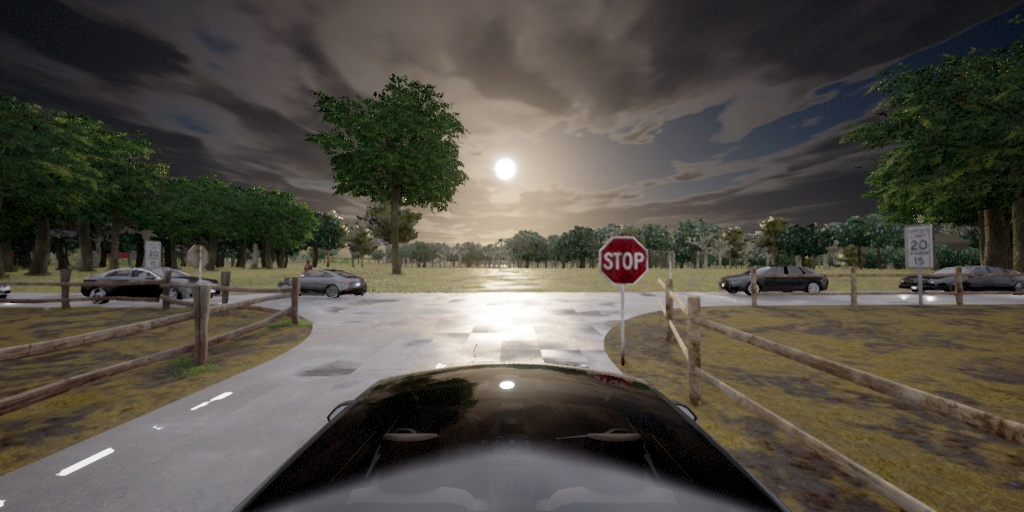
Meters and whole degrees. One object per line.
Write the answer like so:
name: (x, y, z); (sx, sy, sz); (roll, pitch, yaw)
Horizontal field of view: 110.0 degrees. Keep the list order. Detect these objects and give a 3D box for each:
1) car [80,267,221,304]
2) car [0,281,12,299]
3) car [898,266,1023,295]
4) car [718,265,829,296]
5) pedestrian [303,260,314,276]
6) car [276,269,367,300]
car: (-15.232, 1.220, 15.294); (4.902, 1.511, 2.128); (0, -1, 0)
car: (-24.577, 1.251, 15.296); (4.674, 1.442, 1.812); (0, -1, 0)
car: (22.967, 1.208, 18.014); (5.357, 1.411, 2.033); (0, -1, 2)
car: (13.136, 1.215, 18.180); (4.892, 1.490, 1.837); (0, -1, 1)
pedestrian: (-12.109, 1.132, 21.271); (0.375, 1.860, 0.375); (0, -1, 0)
car: (-9.340, 1.345, 17.663); (4.181, 1.385, 1.994); (0, -2, 15)
